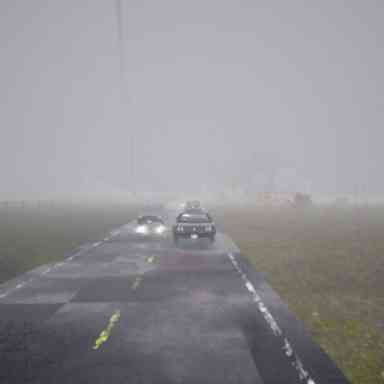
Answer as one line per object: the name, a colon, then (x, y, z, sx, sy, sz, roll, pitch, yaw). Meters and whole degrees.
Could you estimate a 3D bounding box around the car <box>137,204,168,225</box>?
car: (-2.809, 1.580, 24.799, 2.033, 1.411, 5.357, 0, 0, 0)

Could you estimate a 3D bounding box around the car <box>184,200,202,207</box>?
car: (0.095, 1.598, 35.663, 2.033, 1.411, 5.357, 0, 0, 0)

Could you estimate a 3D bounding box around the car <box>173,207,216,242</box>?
car: (0.098, 1.620, 16.522, 1.895, 1.301, 4.718, 0, 0, 0)
